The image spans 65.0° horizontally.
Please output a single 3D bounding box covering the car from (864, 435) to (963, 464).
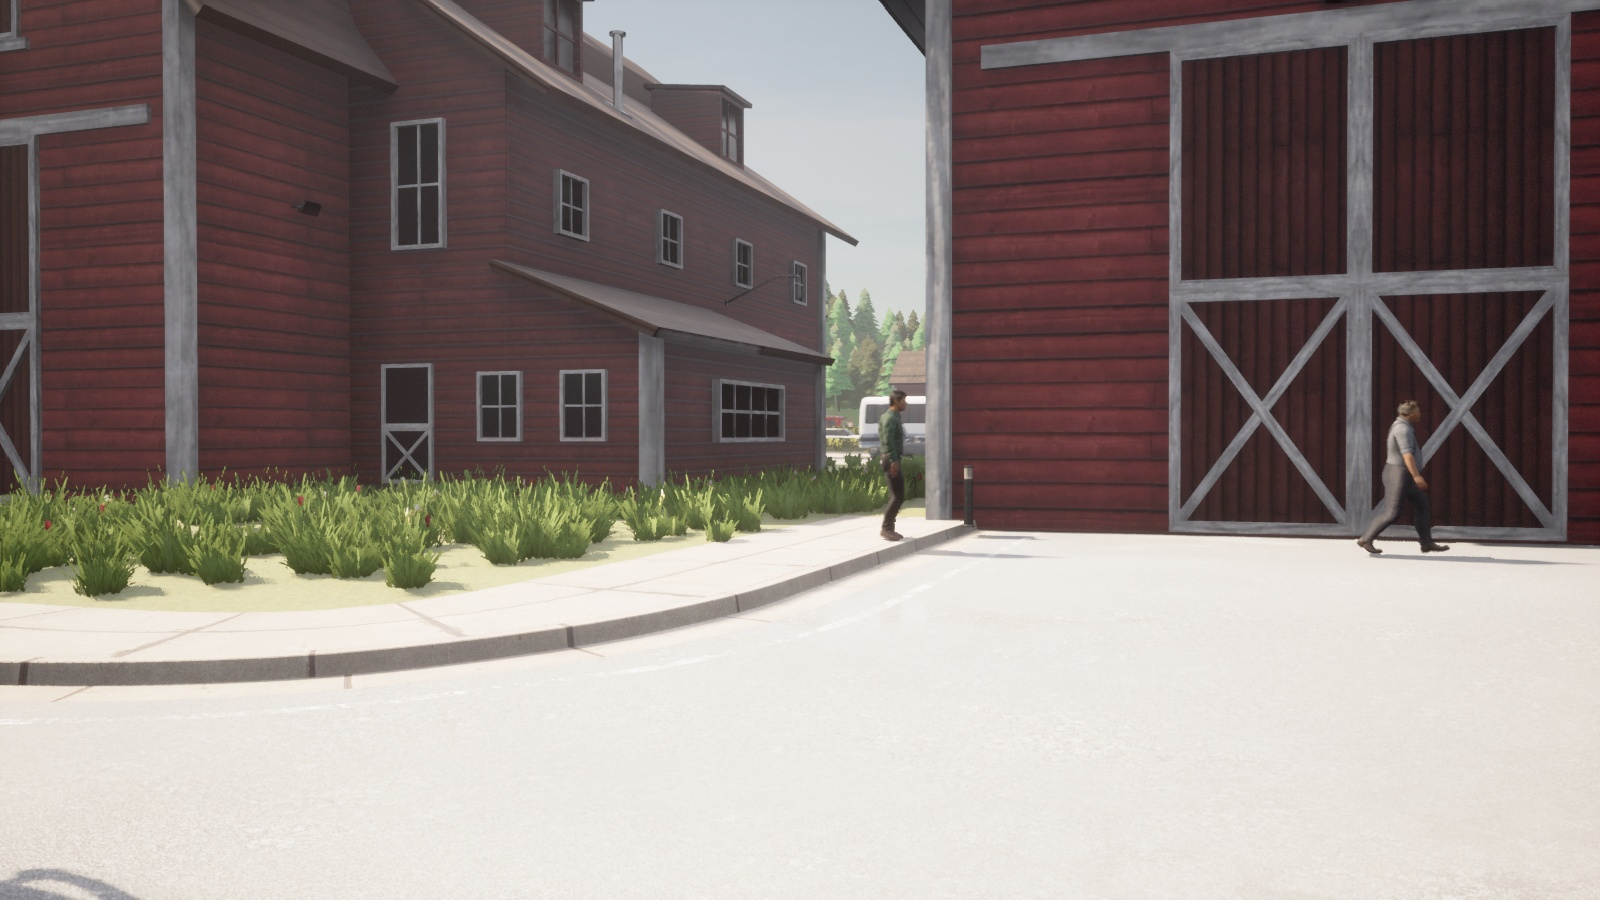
[{"bbox_3d":[6.101,-0.048,67.506,4.902,1.511,2.128,1,1,19],"label":"car"}]

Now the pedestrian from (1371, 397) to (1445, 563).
[{"bbox_3d":[6.996,0.329,14.446,0.694,1.848,0.540,1,1,31],"label":"pedestrian"}]

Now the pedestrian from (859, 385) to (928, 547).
[{"bbox_3d":[1.140,0.187,15.291,0.788,1.949,0.423,0,1,9],"label":"pedestrian"}]

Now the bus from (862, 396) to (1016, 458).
[{"bbox_3d":[9.945,-1.655,89.834,10.273,4.253,3.944,1,1,19],"label":"bus"}]
